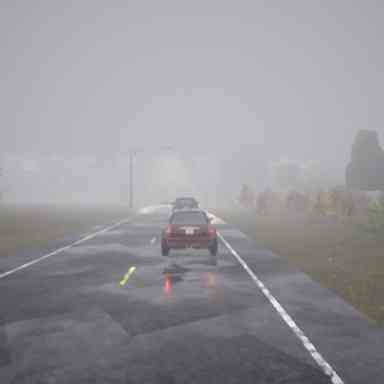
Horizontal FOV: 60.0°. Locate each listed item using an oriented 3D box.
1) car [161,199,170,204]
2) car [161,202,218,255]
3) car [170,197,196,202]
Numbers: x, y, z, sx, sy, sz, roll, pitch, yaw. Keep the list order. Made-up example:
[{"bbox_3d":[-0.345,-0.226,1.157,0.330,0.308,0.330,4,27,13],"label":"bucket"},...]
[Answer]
[{"bbox_3d":[-5.575,2.120,70.952,1.994,1.385,4.181,0,0,-2],"label":"car"},{"bbox_3d":[-0.128,1.477,14.146,2.097,1.767,4.553,0,-1,-1],"label":"car"},{"bbox_3d":[-0.587,1.467,29.113,2.150,2.045,5.566,0,0,-2],"label":"car"}]
